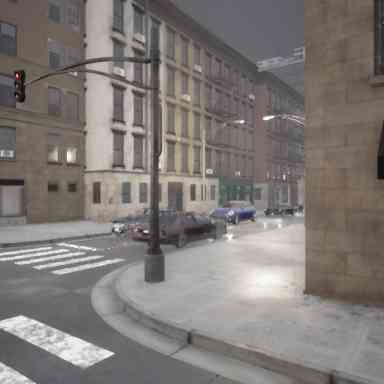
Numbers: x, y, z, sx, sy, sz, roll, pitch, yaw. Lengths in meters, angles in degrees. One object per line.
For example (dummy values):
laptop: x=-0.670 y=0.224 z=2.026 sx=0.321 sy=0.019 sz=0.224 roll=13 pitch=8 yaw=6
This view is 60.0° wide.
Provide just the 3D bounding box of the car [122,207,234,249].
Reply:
car: x=-0.375 y=1.617 z=15.143 sx=2.033 sy=1.411 sz=5.357 roll=0 pitch=0 yaw=34

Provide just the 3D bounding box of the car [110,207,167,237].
car: x=-2.149 y=1.568 z=17.830 sx=2.128 sy=1.511 sz=4.902 roll=0 pitch=0 yaw=35

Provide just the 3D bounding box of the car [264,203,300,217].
car: x=8.910 y=1.777 z=33.360 sx=1.895 sy=1.301 sz=4.718 roll=0 pitch=0 yaw=35

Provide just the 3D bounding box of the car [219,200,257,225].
car: x=3.190 y=1.476 z=25.349 sx=2.097 sy=1.767 sz=4.553 roll=0 pitch=0 yaw=36

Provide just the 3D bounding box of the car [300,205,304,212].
car: x=14.823 y=1.833 z=41.612 sx=1.895 sy=1.301 sz=4.718 roll=0 pitch=0 yaw=36
